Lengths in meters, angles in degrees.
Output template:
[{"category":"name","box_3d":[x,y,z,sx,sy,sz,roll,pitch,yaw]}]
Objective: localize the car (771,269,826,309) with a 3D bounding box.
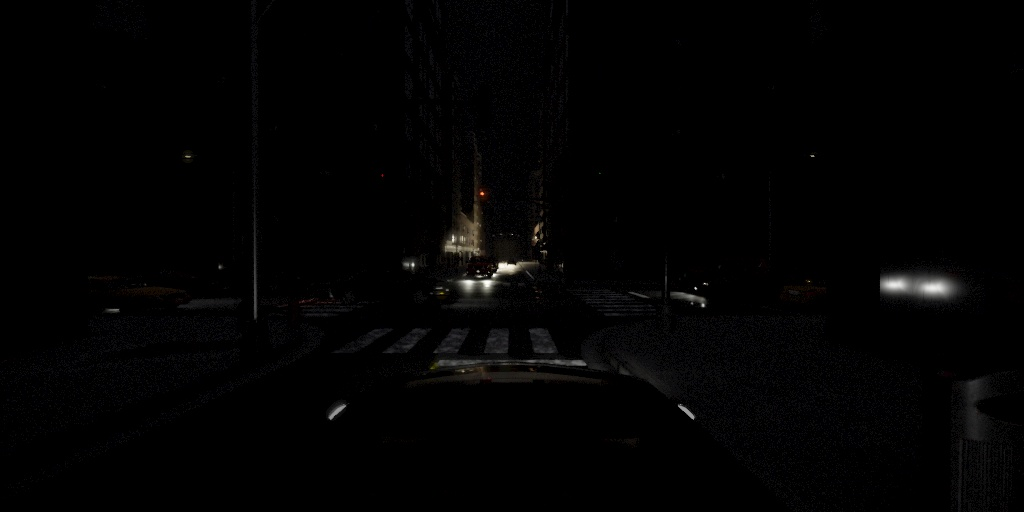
[{"category":"car","box_3d":[12.480,1.280,12.933,4.829,1.417,1.751,0,0,0]}]

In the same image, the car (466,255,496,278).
[{"category":"car","box_3d":[-2.911,0.963,33.524,2.150,2.045,5.566,0,0,0]}]

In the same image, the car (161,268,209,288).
[{"category":"car","box_3d":[-19.982,1.327,20.939,4.207,1.307,1.802,0,0,0]}]

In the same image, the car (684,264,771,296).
[{"category":"car","box_3d":[12.134,1.277,18.382,5.357,1.411,2.033,0,0,3]}]

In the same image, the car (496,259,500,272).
[{"category":"car","box_3d":[-2.929,0.956,43.913,2.150,2.045,5.566,0,0,0]}]

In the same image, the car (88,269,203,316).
[{"category":"car","box_3d":[-14.403,1.304,12.917,4.829,1.417,1.751,0,0,0]}]

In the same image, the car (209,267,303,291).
[{"category":"car","box_3d":[-14.569,1.307,20.942,4.313,1.339,1.948,0,0,0]}]

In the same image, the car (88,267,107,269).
[{"category":"car","box_3d":[-25.395,1.315,20.935,4.313,1.339,1.948,0,0,0]}]

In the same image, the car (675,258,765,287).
[{"category":"car","box_3d":[12.314,1.032,20.958,5.009,1.841,2.192,0,0,0]}]

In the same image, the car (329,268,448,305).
[{"category":"car","box_3d":[-5.228,1.263,15.454,4.892,1.490,1.837,-1,0,0]}]
